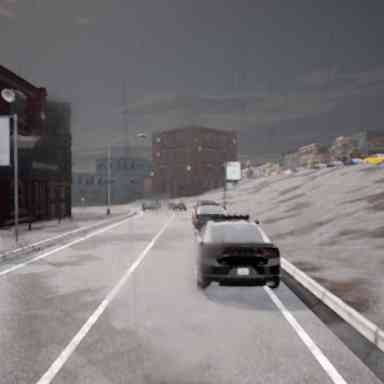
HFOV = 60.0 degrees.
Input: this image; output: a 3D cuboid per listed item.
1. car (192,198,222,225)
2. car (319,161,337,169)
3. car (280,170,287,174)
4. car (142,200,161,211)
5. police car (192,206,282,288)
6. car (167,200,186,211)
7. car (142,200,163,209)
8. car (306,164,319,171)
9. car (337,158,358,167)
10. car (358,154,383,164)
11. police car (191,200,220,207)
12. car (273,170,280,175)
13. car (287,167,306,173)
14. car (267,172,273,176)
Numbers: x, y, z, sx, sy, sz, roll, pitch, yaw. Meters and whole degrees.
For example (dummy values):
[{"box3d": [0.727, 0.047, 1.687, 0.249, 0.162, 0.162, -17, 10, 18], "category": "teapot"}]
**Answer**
[{"box3d": [1.047, 1.391, 25.271, 2.097, 1.767, 4.553, 0, 0, 0], "category": "car"}, {"box3d": [21.856, -3.943, 50.527, 2.231, 1.521, 4.892, 0, 1, -1], "category": "car"}, {"box3d": [21.369, -4.168, 72.475, 2.002, 1.452, 4.674, 0, 1, -1], "category": "car"}, {"box3d": [-5.791, 1.941, 45.908, 1.994, 1.385, 4.181, 0, -1, -15], "category": "car"}, {"box3d": [1.049, 1.426, 9.401, 1.930, 1.638, 5.238, 0, 0, 0], "category": "police car"}, {"box3d": [-2.109, 1.873, 46.342, 1.812, 1.442, 4.674, 0, -1, -16], "category": "car"}, {"box3d": [-7.171, 2.246, 59.616, 1.837, 1.490, 4.892, 0, -2, -31], "category": "car"}, {"box3d": [21.727, -4.019, 56.044, 2.231, 1.521, 4.892, 0, 1, -1], "category": "car"}, {"box3d": [22.090, -3.809, 44.985, 2.002, 1.452, 4.674, 0, 1, -3], "category": "car"}, {"box3d": [22.443, -3.749, 39.448, 2.097, 1.535, 5.008, 0, 1, -4], "category": "car"}, {"box3d": [1.048, 1.436, 19.406, 1.930, 1.638, 5.238, 0, 0, 0], "category": "police car"}, {"box3d": [21.245, -4.397, 78.147, 2.185, 1.767, 4.553, 0, 1, -1], "category": "car"}, {"box3d": [21.489, -4.272, 66.981, 2.185, 1.767, 4.553, 0, 1, -1], "category": "car"}, {"box3d": [21.124, -4.455, 83.666, 2.185, 1.767, 4.553, 0, 1, -1], "category": "car"}]
